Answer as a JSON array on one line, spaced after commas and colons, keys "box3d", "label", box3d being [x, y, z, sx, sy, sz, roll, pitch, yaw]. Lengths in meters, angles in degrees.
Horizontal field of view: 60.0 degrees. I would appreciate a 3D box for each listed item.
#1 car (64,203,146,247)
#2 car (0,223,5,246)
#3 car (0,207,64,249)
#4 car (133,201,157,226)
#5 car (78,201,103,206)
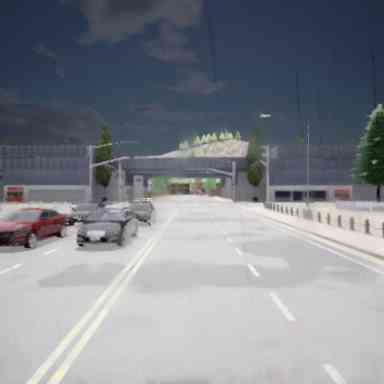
[{"box3d": [-3.597, 1.456, 14.819, 2.128, 1.511, 4.902, 0, 0, 0], "label": "car"}, {"box3d": [-3.598, 1.347, 2.182, 2.097, 1.767, 4.553, 0, 0, 0], "label": "car"}, {"box3d": [-7.094, 1.444, 14.532, 1.882, 1.535, 5.008, 0, 0, 0], "label": "car"}, {"box3d": [-3.515, 1.444, 23.054, 1.837, 1.490, 4.892, 0, 0, 0], "label": "car"}, {"box3d": [-7.015, 1.445, 23.052, 1.837, 1.490, 4.892, 0, 0, 0], "label": "car"}]
